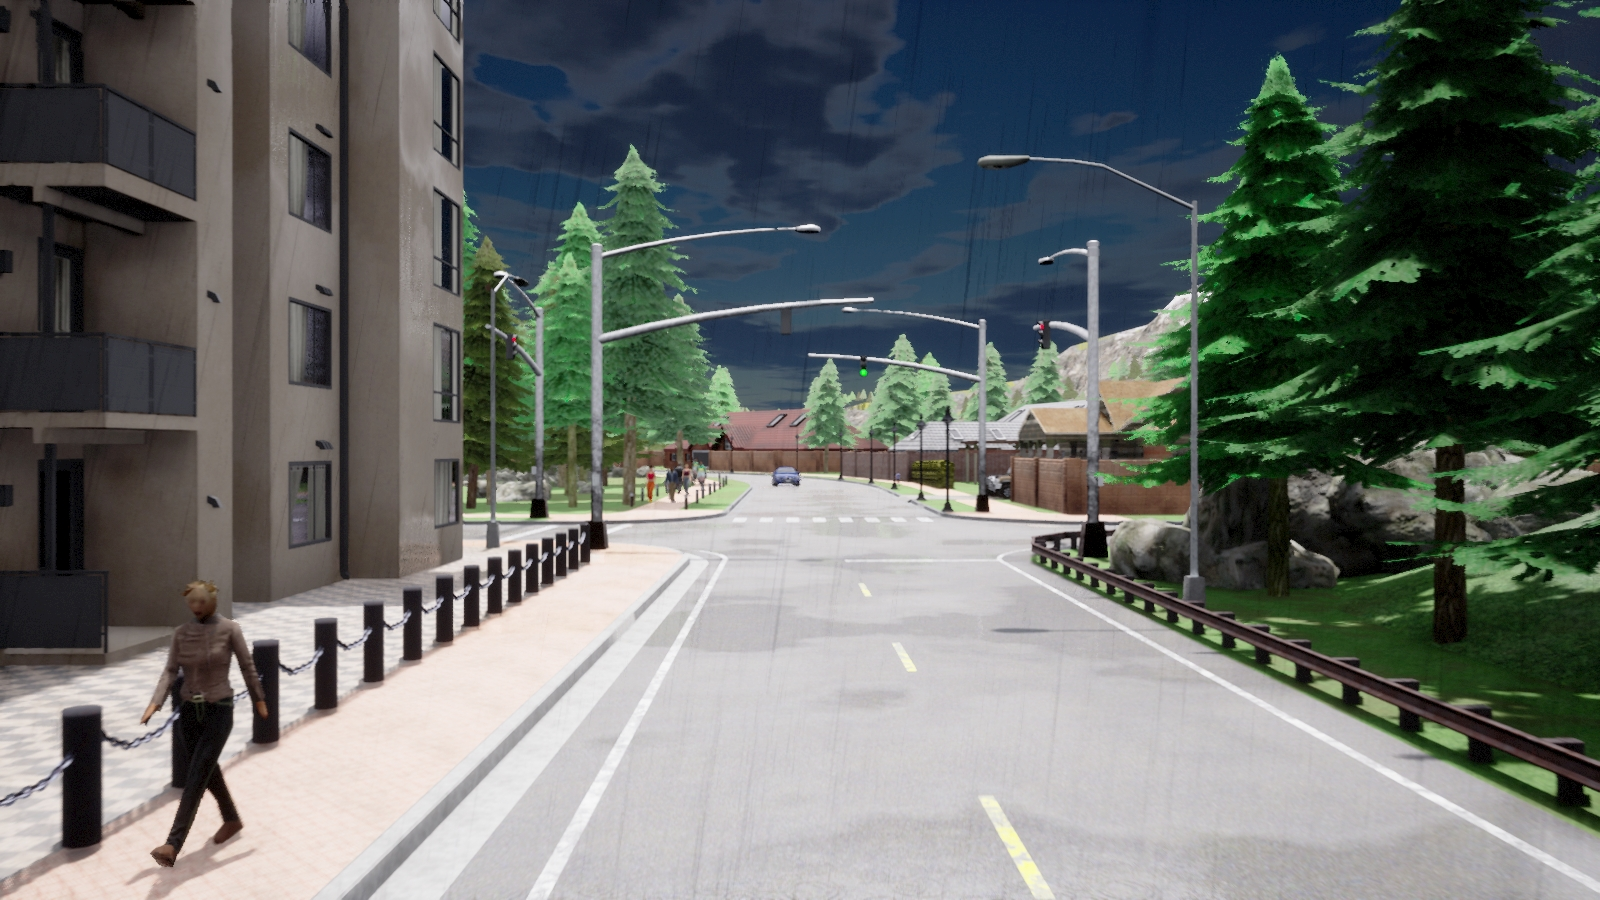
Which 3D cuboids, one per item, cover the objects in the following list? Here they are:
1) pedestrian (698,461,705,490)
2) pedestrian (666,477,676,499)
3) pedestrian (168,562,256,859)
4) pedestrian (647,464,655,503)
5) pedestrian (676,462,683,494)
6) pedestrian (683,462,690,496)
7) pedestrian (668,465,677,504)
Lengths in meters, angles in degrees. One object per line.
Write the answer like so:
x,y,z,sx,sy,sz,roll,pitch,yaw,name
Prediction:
-6.204,1.610,72.120,0.375,1.860,0.375,0,0,0,pedestrian
-6.803,2.000,60.156,0.500,1.100,0.500,0,0,-3,pedestrian
-3.853,1.685,7.501,0.375,1.860,0.375,0,0,1,pedestrian
-7.157,1.622,54.868,0.375,1.860,0.375,0,0,-6,pedestrian
-7.063,1.615,66.889,0.375,1.860,0.375,0,0,1,pedestrian
-6.294,1.616,63.536,0.375,1.860,0.375,0,0,-3,pedestrian
-6.060,1.622,54.329,0.375,1.860,0.375,0,0,5,pedestrian
